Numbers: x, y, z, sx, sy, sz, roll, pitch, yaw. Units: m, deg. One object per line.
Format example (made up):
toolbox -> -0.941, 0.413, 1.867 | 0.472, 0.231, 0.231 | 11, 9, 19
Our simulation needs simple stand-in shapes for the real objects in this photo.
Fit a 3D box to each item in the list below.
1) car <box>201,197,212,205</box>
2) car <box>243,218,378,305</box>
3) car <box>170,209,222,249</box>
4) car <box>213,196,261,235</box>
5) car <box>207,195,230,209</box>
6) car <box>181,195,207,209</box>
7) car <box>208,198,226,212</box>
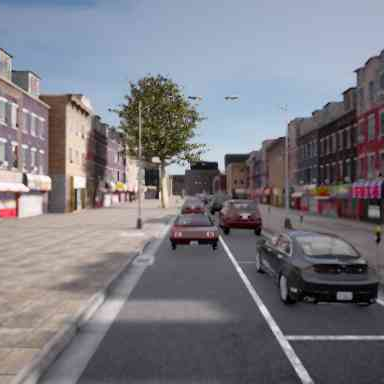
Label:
car -> 2.636, 1.625, 63.348 | 1.887, 1.381, 4.507 | 1, 0, 0
car -> 2.646, 1.566, 7.938 | 2.008, 1.369, 4.403 | 1, 0, 0
car -> 0.089, 1.625, 14.698 | 1.895, 1.301, 4.718 | 0, 0, 0
car -> 2.647, 1.345, 19.021 | 2.192, 1.841, 5.009 | 1, 0, 0
car -> 2.975, 1.276, 34.196 | 2.150, 2.045, 5.566 | 0, 0, 0
car -> 0.086, 1.396, 31.355 | 2.097, 1.767, 4.553 | 0, 0, 0
car -> 3.008, 1.533, 41.166 | 1.882, 1.535, 5.008 | 0, 0, 0
